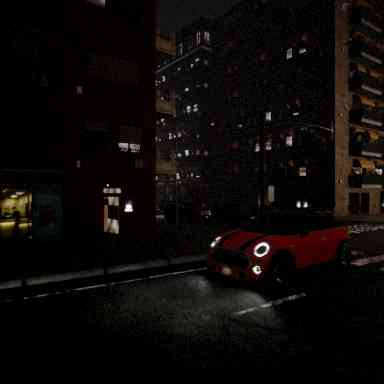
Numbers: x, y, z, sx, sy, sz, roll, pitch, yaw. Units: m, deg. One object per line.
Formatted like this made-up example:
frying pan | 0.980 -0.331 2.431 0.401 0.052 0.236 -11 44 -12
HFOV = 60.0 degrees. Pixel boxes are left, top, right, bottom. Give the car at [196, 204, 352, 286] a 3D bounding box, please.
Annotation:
car | 2.619 1.350 9.571 4.553 1.767 2.097 0 0 -38

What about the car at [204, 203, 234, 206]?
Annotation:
car | 3.594 1.778 26.352 2.033 1.411 5.357 0 -1 -34

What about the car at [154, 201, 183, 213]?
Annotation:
car | -3.262 2.025 45.623 2.008 1.369 4.403 -1 0 -36

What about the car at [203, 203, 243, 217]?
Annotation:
car | 3.327 1.899 36.645 1.947 1.339 4.313 -1 0 -36

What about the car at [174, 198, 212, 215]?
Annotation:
car | 0.027 1.718 41.135 2.192 1.841 5.009 -1 0 -36

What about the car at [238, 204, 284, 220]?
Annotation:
car | 6.621 1.844 32.157 1.802 1.307 4.206 -1 0 -36

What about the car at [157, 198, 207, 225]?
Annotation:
car | -0.376 1.586 27.068 2.192 1.841 5.009 -1 0 -36
